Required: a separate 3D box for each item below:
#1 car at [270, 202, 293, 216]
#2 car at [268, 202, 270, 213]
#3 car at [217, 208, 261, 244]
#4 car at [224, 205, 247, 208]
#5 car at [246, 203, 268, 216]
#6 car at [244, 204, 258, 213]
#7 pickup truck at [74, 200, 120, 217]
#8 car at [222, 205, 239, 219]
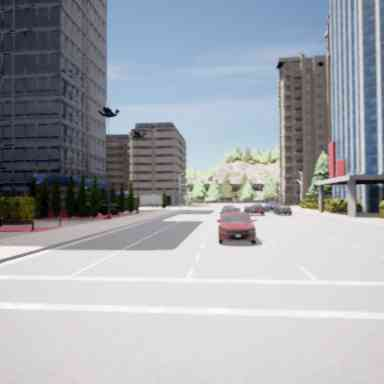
[{"bbox_3d":[12.211,2.405,44.758,2.033,1.411,5.357,-1,-1,6],"label":"car"},{"bbox_3d":[13.094,2.406,54.420,2.097,1.767,4.553,-1,-1,6],"label":"car"},{"bbox_3d":[2.421,1.849,18.190,1.882,1.535,5.008,-1,-1,6],"label":"car"},{"bbox_3d":[3.435,2.087,28.524,1.837,1.490,4.892,-1,-1,6],"label":"car"},{"bbox_3d":[8.670,2.385,44.560,1.837,1.490,4.892,-1,-1,6],"label":"car"},{"bbox_3d":[9.619,2.690,54.815,1.895,1.301,4.718,-1,-1,6],"label":"car"},{"bbox_3d":[-11.907,2.030,41.469,2.390,2.098,6.274,-1,-1,36],"label":"pickup truck"},{"bbox_3d":[4.464,2.297,38.880,1.837,1.490,4.892,-1,-1,6],"label":"car"}]
